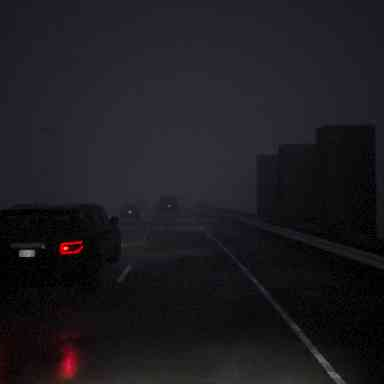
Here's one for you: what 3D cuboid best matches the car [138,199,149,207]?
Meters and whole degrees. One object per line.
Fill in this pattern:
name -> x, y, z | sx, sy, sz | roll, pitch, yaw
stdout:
car -> -8.861, 1.986, 59.219 | 1.837, 1.490, 4.892 | 1, -1, -18

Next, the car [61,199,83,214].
car -> -15.099, 1.793, 41.939 | 2.097, 1.767, 4.553 | -1, 0, -13

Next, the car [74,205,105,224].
car -> -8.829, 1.888, 29.029 | 1.895, 1.301, 4.718 | -1, 0, -9

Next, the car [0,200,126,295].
car -> -3.406, 1.321, 9.238 | 2.150, 2.045, 5.566 | 0, 0, -3

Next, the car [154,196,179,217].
car -> -2.738, 1.477, 34.894 | 2.150, 2.045, 5.566 | 0, 0, -11

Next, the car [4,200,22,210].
car -> -30.251, 2.185, 56.409 | 1.882, 1.535, 5.008 | 0, 0, -18

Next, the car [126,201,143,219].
car -> -6.084, 1.843, 32.608 | 1.994, 1.385, 4.181 | 0, 0, -10
